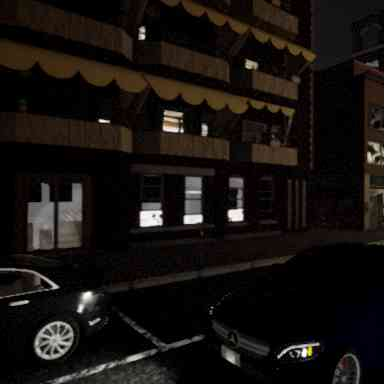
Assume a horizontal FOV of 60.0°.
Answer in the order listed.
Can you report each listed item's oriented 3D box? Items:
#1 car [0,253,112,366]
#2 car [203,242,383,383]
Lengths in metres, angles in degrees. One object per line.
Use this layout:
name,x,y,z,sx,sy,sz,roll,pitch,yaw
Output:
car,-3.258,1.548,4.236,4.403,1.369,2.008,1,0,-35
car,2.332,1.562,5.028,4.674,1.442,1.812,0,0,-35
